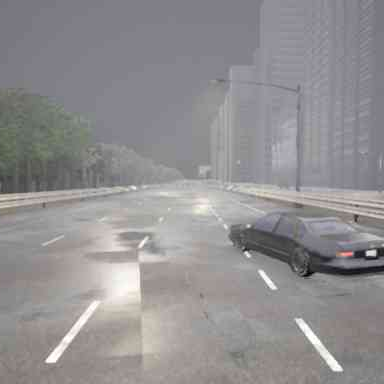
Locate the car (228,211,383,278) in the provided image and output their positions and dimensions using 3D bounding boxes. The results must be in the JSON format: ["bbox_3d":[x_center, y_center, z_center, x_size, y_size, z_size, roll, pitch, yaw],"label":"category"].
[{"bbox_3d":[2.908,1.253,9.325,2.033,1.411,5.357,-1,2,-19],"label":"car"}]
